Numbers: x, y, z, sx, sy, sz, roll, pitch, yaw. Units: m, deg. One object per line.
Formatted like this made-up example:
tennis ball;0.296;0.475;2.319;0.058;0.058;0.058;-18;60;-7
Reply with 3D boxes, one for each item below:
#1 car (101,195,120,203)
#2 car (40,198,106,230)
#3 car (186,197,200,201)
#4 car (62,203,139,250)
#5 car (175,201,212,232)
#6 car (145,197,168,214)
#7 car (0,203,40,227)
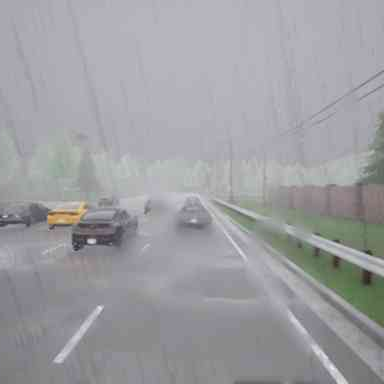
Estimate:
car;-10.399;1.193;41.855;1.837;1.490;4.892;0;0;0
car;-6.901;1.329;20.007;1.882;1.535;5.008;0;0;0
car;0.099;1.271;37.197;2.033;1.411;5.357;0;0;0
car;-3.400;1.402;13.720;1.837;1.490;4.892;0;0;0
car;0.101;1.423;18.966;1.994;1.385;4.181;0;0;0
car;-3.401;1.253;32.071;2.128;1.511;4.902;0;0;0
car;-10.399;1.390;21.124;2.033;1.411;5.357;0;0;0
